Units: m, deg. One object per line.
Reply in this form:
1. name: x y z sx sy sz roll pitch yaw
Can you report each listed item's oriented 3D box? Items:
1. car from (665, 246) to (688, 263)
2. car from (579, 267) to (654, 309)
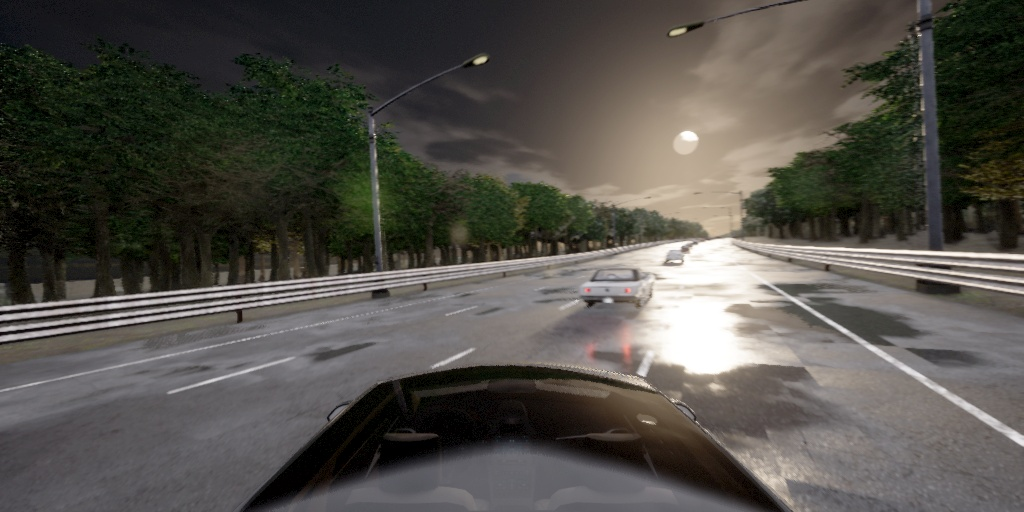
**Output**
1. car: 18.050 -0.040 39.716 1.812 1.442 4.674 -3 1 28
2. car: 4.067 1.054 13.290 1.895 1.301 4.718 -3 0 28
